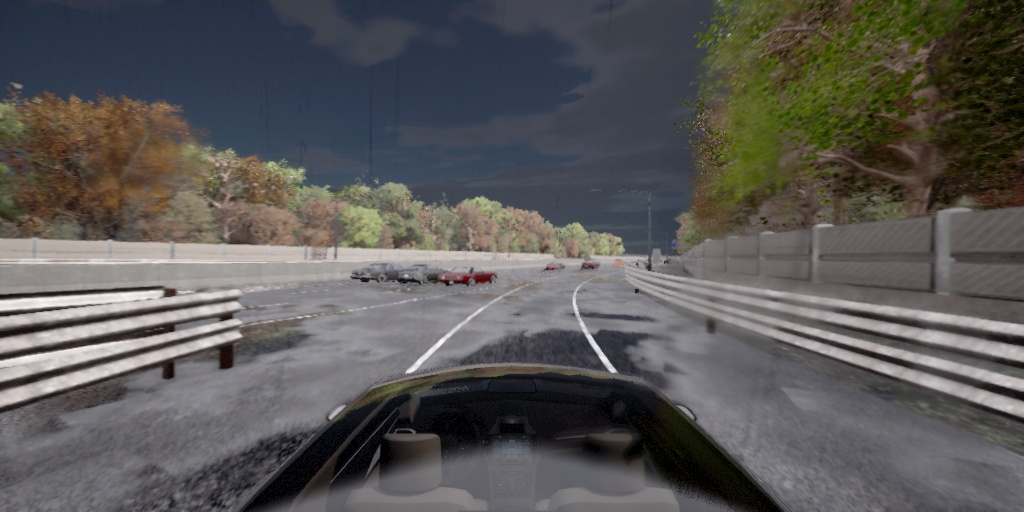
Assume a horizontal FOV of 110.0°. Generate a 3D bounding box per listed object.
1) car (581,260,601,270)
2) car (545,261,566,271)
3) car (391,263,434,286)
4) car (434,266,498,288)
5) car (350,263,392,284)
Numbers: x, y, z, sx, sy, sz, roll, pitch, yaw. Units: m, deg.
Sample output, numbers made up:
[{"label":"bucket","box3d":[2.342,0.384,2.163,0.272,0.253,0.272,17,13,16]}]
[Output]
[{"label":"car","box3d":[12.170,1.416,55.811,1.882,1.535,5.008,0,0,25]},{"label":"car","box3d":[6.307,1.449,51.513,1.994,1.385,4.181,0,0,25]},{"label":"car","box3d":[-5.994,1.266,25.002,1.994,1.385,4.181,0,0,25]},{"label":"car","box3d":[-2.739,1.337,23.677,1.895,1.301,4.718,1,0,25]},{"label":"car","box3d":[-9.214,1.235,26.381,2.033,1.411,5.357,0,0,25]}]
